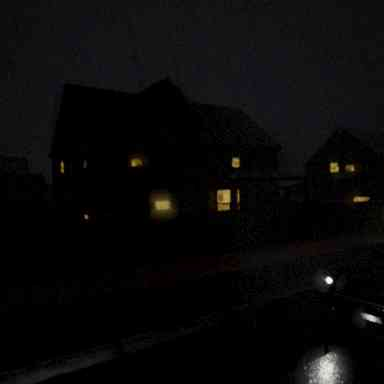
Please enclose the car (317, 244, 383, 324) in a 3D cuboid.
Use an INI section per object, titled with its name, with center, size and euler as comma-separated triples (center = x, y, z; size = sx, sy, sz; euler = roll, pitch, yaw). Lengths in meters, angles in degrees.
[car]
center = 4.464, 1.558, 6.255
size = 4.718, 1.301, 1.895
euler = 0, 0, -36
